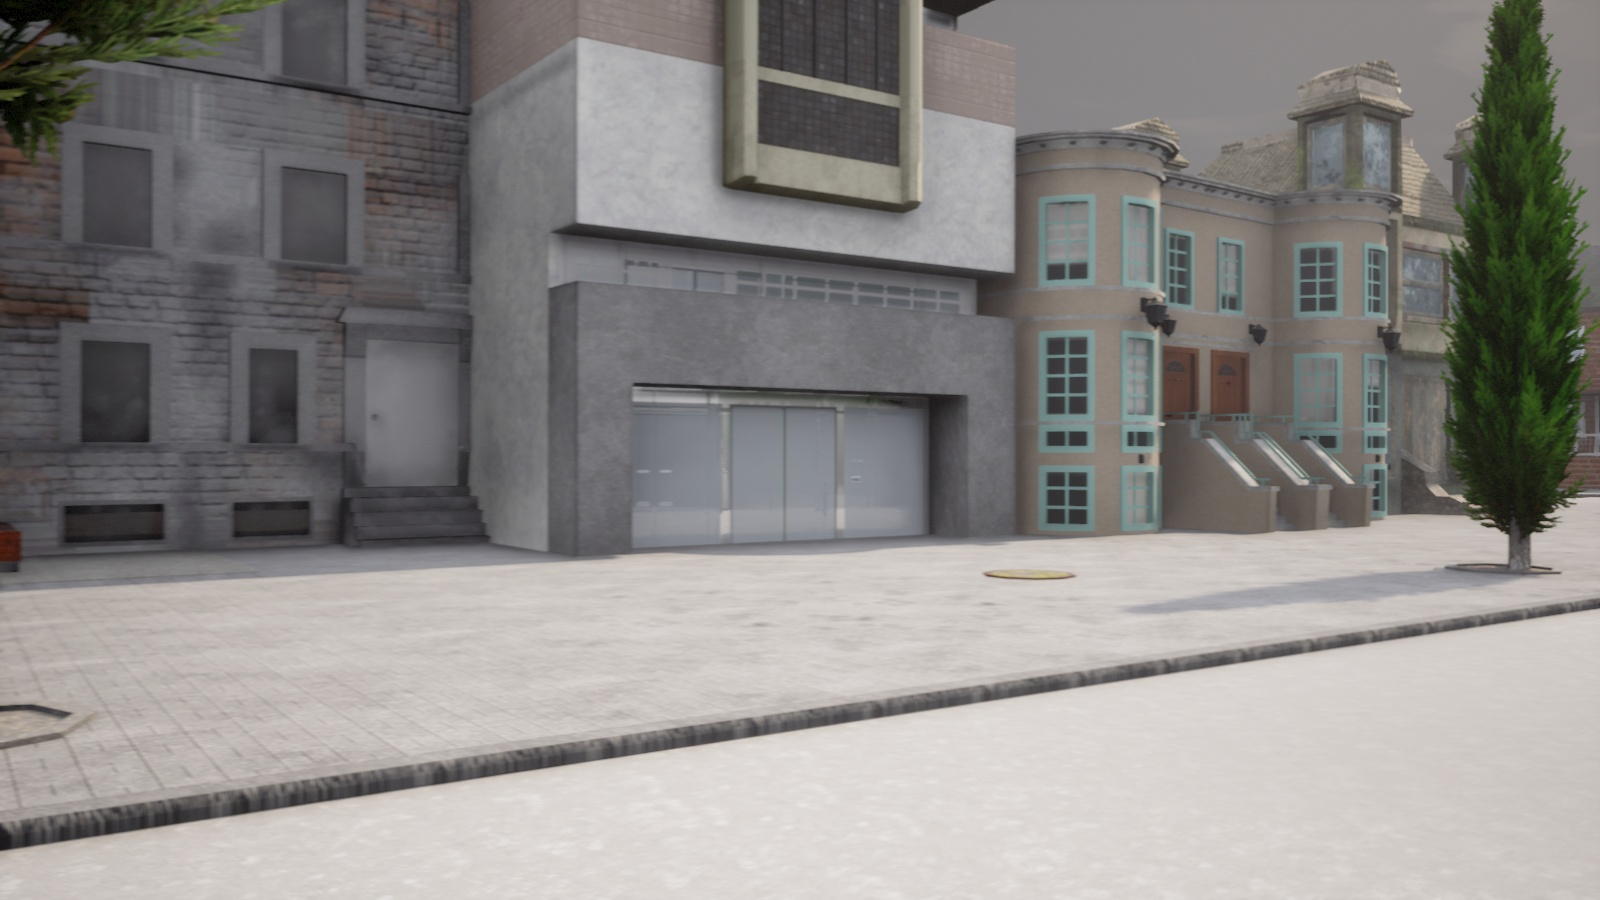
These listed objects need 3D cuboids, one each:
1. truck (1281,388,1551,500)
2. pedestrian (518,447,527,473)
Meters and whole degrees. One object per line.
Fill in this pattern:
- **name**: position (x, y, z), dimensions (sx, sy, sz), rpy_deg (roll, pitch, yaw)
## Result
- **truck**: position (20.923, -0.176, 43.180), dimensions (2.891, 3.462, 7.936), rpy_deg (0, 0, -34)
- **pedestrian**: position (-20.451, 0.716, 92.421), dimensions (0.396, 1.930, 0.692), rpy_deg (0, 0, -36)
